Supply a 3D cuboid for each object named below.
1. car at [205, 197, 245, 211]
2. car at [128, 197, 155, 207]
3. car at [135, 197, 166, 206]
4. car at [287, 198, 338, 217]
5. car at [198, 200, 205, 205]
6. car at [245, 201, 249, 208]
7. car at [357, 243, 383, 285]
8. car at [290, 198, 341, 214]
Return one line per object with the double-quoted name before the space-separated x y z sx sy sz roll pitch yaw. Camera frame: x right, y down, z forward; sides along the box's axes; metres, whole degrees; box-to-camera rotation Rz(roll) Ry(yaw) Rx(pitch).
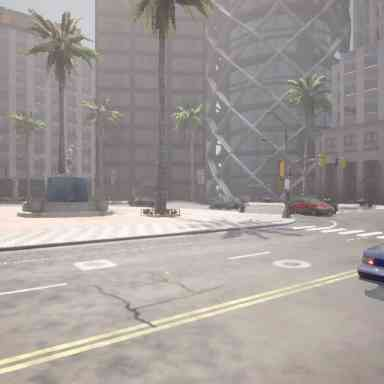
"car" 4.090 1.564 41.833 1.994 1.385 4.181 0 0 -43
"car" -7.117 1.601 49.848 4.718 1.301 1.895 0 0 20
"car" -6.690 1.526 53.319 4.674 1.442 1.812 0 0 18
"car" 11.242 1.351 31.587 2.097 1.767 4.553 0 0 -27
"car" 3.300 1.601 56.512 4.718 1.301 1.895 0 0 32
"car" 5.485 1.492 45.470 4.902 1.511 2.128 0 0 44
"car" 6.233 1.547 8.220 5.357 1.411 2.033 0 0 -35
"car" 13.191 1.477 35.844 1.882 1.535 5.008 0 0 -36
